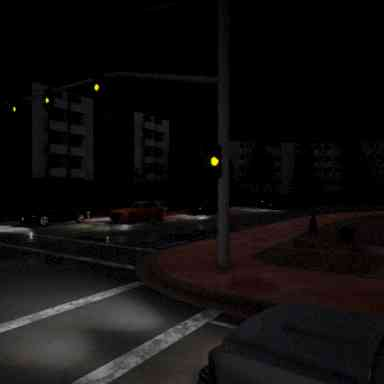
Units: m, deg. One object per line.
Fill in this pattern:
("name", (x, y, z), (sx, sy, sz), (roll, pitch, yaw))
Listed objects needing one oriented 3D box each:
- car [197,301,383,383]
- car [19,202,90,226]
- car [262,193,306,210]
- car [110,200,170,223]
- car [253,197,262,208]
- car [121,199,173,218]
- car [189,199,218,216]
("car", (2.372, 1.601, 2.341), (4.718, 1.301, 1.895), (0, 0, 37))
("car", (-9.602, 1.502, 23.564), (1.837, 1.490, 4.892), (0, 0, 35))
("car", (12.191, 1.216, 42.938), (5.566, 2.045, 2.150), (-1, 0, -31))
("car", (-4.060, 1.475, 25.539), (1.882, 1.535, 5.008), (0, 0, 34))
("car", (11.037, 1.219, 46.313), (5.566, 2.045, 2.150), (0, 0, -31))
("car", (-4.125, 1.489, 31.571), (2.128, 1.511, 4.902), (0, 0, 35))
("car", (1.724, 1.475, 33.490), (1.882, 1.535, 5.008), (0, 0, 40))
